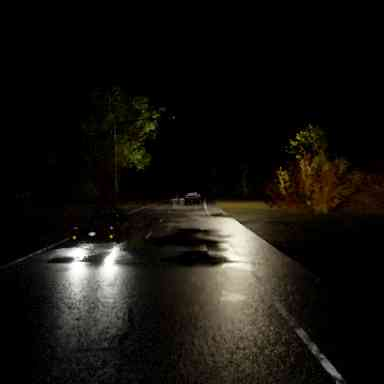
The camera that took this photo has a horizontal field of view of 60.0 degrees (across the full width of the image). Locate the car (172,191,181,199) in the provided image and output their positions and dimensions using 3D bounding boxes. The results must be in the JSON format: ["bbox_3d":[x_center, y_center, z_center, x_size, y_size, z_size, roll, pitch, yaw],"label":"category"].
[{"bbox_3d":[-2.622,0.591,64.651,1.812,1.442,4.674,-1,1,4],"label":"car"}]

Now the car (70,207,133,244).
[{"bbox_3d":[-3.853,1.394,14.773,1.994,1.385,4.181,-1,1,-1],"label":"car"}]

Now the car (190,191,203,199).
[{"bbox_3d":[0.904,0.597,63.162,2.033,1.411,5.357,-1,1,4],"label":"car"}]

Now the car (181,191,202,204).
[{"bbox_3d":[0.066,0.841,44.349,2.128,1.511,4.902,-1,1,2],"label":"car"}]
